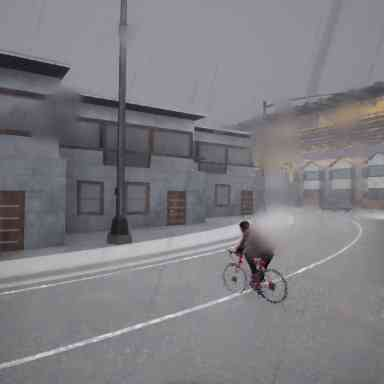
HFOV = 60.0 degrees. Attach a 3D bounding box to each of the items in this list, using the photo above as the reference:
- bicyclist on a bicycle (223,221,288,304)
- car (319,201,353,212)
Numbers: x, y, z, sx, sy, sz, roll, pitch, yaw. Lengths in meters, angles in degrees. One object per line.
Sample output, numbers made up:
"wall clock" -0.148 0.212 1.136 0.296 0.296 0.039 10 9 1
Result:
"bicyclist on a bicycle" 1.248 1.432 6.932 0.582 1.620 1.656 -1 -2 -43
"car" 18.561 1.838 43.049 2.033 1.411 5.357 1 -1 -7
